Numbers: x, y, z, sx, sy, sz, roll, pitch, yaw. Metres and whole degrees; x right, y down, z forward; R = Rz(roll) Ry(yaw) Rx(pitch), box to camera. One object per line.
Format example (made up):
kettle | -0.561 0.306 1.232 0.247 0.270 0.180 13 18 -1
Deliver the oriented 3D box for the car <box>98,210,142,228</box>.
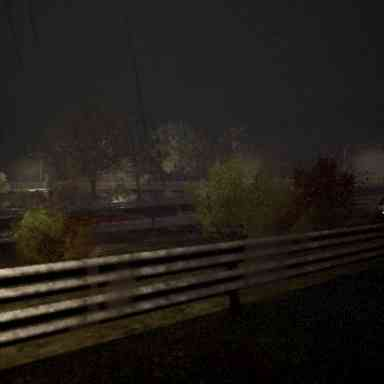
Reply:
car | -8.732 3.258 40.344 5.008 1.535 1.882 -4 2 -18

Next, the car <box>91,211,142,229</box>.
car | -8.370 3.106 36.775 5.566 2.045 2.150 -4 2 -18
